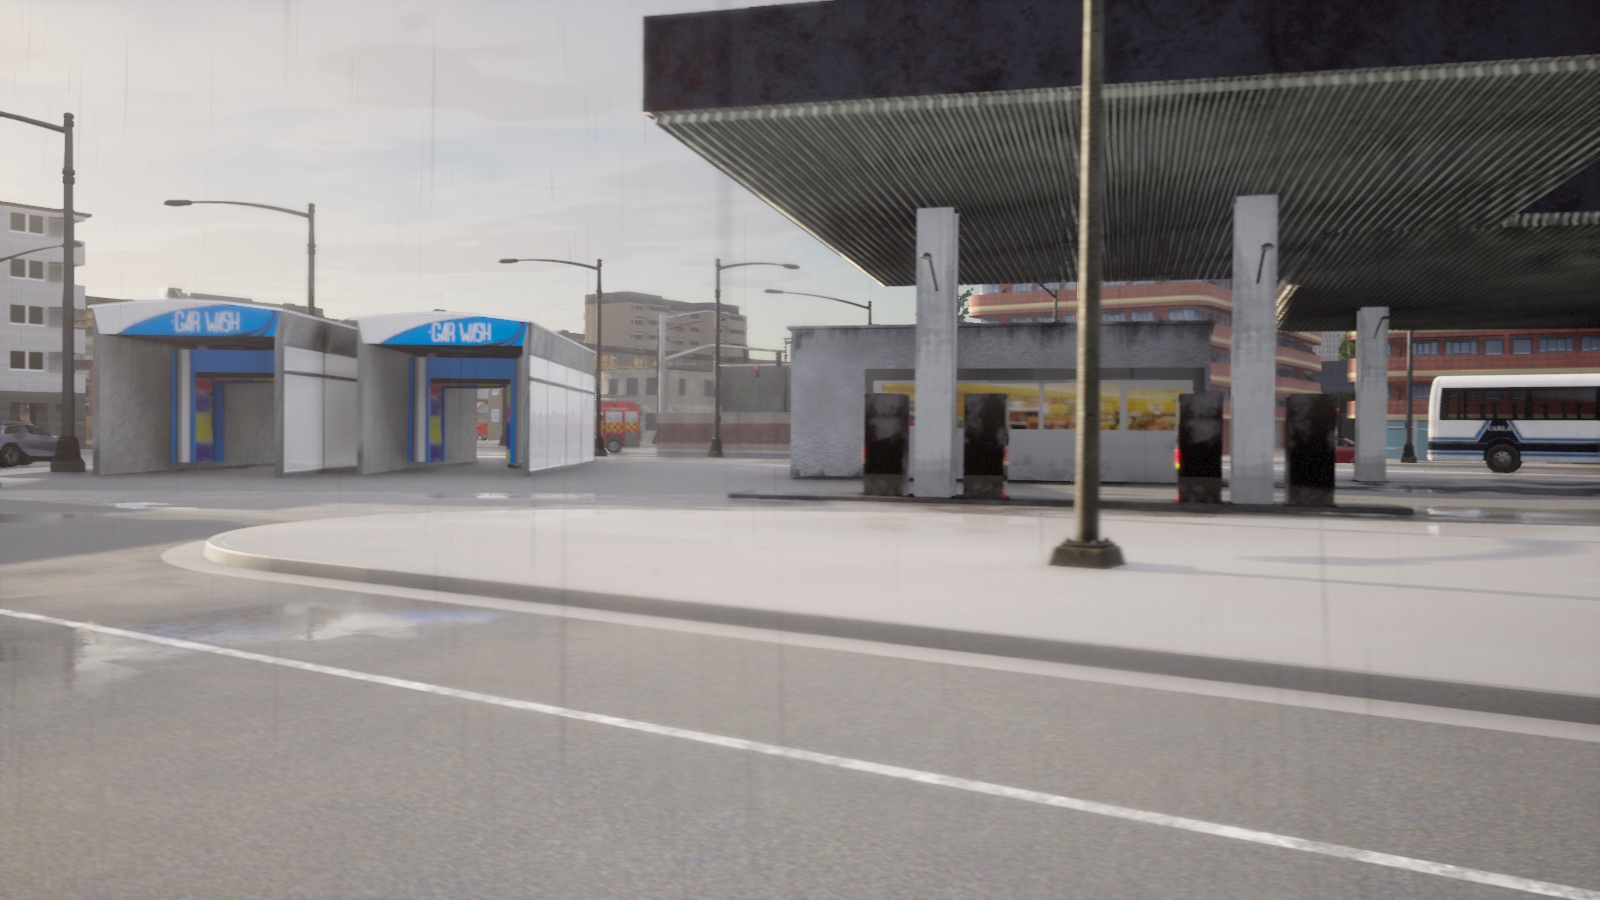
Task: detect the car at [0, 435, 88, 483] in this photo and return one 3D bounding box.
[{"bbox_3d":[-28.424,0.297,45.587,2.033,1.649,4.856,-1,1,6],"label":"car"}]

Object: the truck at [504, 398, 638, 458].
[{"bbox_3d":[-14.987,-1.452,82.820,8.468,3.827,2.891,-1,1,-7],"label":"truck"}]

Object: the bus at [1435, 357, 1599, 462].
[{"bbox_3d":[32.669,-1.663,52.821,10.273,4.253,3.944,0,1,32],"label":"bus"}]

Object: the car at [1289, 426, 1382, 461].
[{"bbox_3d":[24.707,-0.305,57.912,3.705,1.549,1.789,0,1,32],"label":"car"}]
